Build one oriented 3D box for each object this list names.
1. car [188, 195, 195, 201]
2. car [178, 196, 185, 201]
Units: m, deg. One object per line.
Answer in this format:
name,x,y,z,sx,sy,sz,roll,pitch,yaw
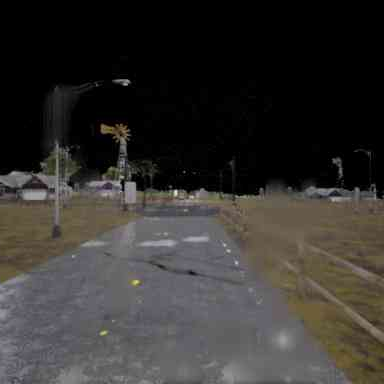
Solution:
car,-0.008,1.819,94.321,2.033,1.411,5.357,0,0,0
car,-2.759,1.779,88.341,2.033,1.411,5.357,0,0,0
